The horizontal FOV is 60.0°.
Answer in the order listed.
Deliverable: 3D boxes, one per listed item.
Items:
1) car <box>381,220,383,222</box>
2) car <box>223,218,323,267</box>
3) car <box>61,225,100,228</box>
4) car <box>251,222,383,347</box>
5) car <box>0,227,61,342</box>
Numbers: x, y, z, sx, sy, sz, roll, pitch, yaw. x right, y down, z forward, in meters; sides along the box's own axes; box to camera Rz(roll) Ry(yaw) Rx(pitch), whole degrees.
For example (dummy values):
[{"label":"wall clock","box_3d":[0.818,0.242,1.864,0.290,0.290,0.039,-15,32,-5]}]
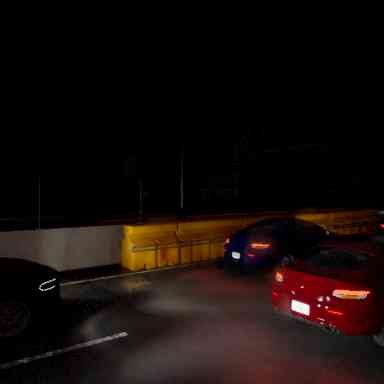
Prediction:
[{"label":"car","box_3d":[10.853,1.547,15.784,5.357,1.411,2.033,0,0,-36]},{"label":"car","box_3d":[3.052,1.526,10.226,4.674,1.442,1.812,0,0,-35]},{"label":"car","box_3d":[-5.623,1.601,17.181,4.718,1.301,1.895,0,0,-36]},{"label":"car","box_3d":[3.451,1.526,6.217,4.674,1.442,1.812,0,0,-36]},{"label":"car","box_3d":[-4.560,1.478,4.792,5.008,1.535,1.882,0,0,-35]}]
